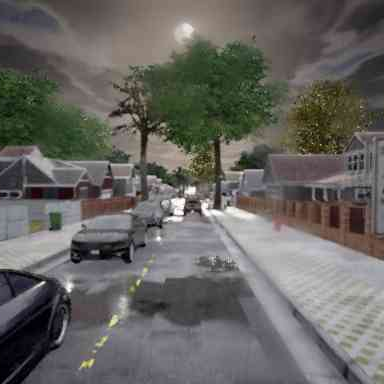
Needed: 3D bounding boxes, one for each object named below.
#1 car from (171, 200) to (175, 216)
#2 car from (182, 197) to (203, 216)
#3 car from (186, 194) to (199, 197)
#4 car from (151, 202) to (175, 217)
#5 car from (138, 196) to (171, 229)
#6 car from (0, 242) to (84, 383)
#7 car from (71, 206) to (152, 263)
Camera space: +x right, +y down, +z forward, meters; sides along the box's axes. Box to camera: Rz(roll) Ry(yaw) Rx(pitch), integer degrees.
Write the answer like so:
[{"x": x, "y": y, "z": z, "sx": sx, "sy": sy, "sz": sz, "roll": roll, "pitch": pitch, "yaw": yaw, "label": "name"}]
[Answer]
[{"x": -2.693, "y": 0.996, "z": 27.315, "sx": 2.097, "sy": 1.767, "sz": 4.553, "roll": 0, "pitch": 0, "yaw": 0, "label": "car"}, {"x": 0.076, "y": 1.553, "z": 33.564, "sx": 1.837, "sy": 1.490, "sz": 4.892, "roll": 0, "pitch": 0, "yaw": 0, "label": "car"}, {"x": 0.118, "y": 1.326, "z": 45.771, "sx": 2.150, "sy": 2.045, "sz": 5.566, "roll": 0, "pitch": 0, "yaw": 1, "label": "car"}, {"x": -2.738, "y": 1.643, "z": 32.575, "sx": 1.895, "sy": 1.301, "sz": 4.718, "roll": 0, "pitch": 0, "yaw": 1, "label": "car"}, {"x": -2.782, "y": 1.366, "z": 21.861, "sx": 2.097, "sy": 1.767, "sz": 4.553, "roll": 0, "pitch": 0, "yaw": 0, "label": "car"}, {"x": -2.833, "y": 1.563, "z": 3.419, "sx": 1.994, "sy": 1.385, "sz": 4.181, "roll": 0, "pitch": 0, "yaw": 0, "label": "car"}, {"x": -2.812, "y": 1.479, "z": 12.171, "sx": 1.882, "sy": 1.535, "sz": 5.008, "roll": 0, "pitch": 0, "yaw": 0, "label": "car"}]
